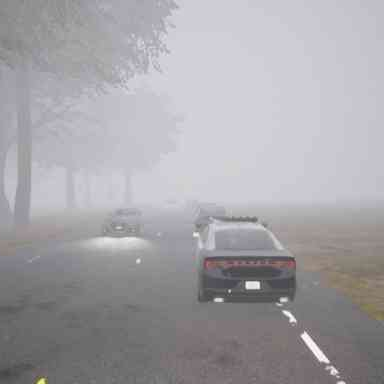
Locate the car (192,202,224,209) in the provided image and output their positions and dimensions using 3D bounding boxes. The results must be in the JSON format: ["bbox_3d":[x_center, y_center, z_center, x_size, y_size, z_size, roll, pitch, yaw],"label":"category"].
[{"bbox_3d":[1.062,1.493,18.256,1.837,1.490,4.892,0,0,0],"label":"car"}]

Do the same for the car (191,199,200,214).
[{"bbox_3d":[1.065,1.492,24.258,1.837,1.490,4.892,0,0,0],"label":"car"}]

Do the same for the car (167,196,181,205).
[{"bbox_3d":[-3.537,1.644,60.115,1.895,1.301,4.718,0,0,0],"label":"car"}]

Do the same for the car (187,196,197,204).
[{"bbox_3d":[0.037,1.536,63.655,1.882,1.535,5.008,0,0,0],"label":"car"}]

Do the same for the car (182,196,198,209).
[{"bbox_3d":[0.053,1.549,45.925,2.033,1.411,5.357,0,0,0],"label":"car"}]

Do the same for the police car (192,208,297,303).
[{"bbox_3d":[1.057,1.417,8.363,1.930,1.638,5.238,0,0,0],"label":"police car"}]

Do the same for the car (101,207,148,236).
[{"bbox_3d":[-3.587,1.551,18.250,1.994,1.385,4.181,0,0,0],"label":"car"}]
